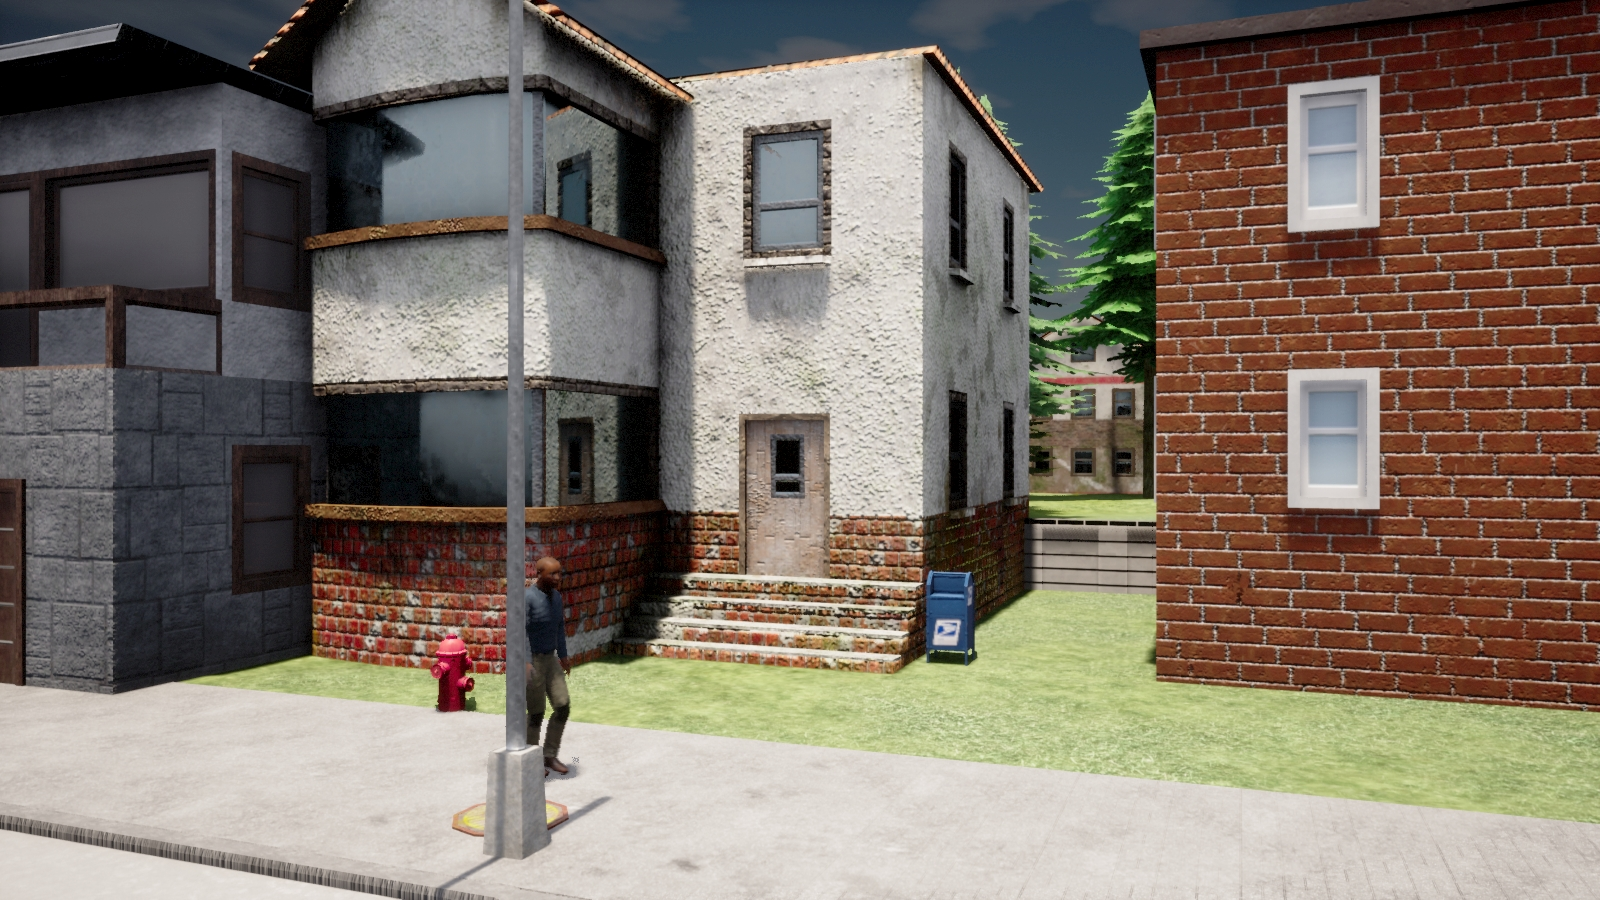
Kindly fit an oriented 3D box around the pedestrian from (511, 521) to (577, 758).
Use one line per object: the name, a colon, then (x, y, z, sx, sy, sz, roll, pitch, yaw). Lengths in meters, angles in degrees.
pedestrian: (-2.091, 1.524, 9.348, 0.375, 1.860, 0.375, 0, 0, 32)
